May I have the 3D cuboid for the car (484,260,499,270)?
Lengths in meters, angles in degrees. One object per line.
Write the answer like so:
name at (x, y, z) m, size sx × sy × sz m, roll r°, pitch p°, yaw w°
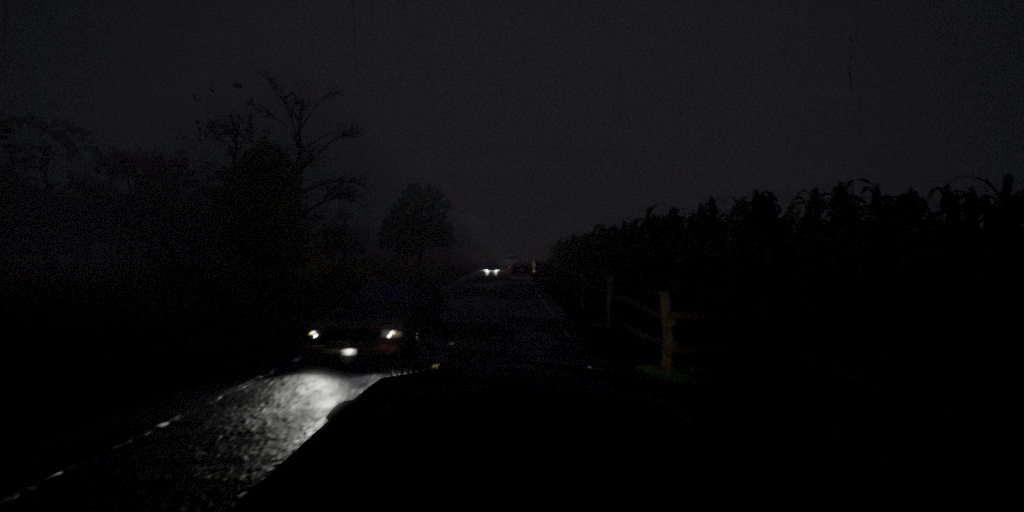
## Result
car at (-2.830, 1.264, 50.928) m, size 1.994 × 1.385 × 4.181 m, roll 0°, pitch 0°, yaw 0°

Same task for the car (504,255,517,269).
car at (-0.008, 0.911, 56.055) m, size 2.150 × 2.045 × 5.566 m, roll 0°, pitch 0°, yaw 0°

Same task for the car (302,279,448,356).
car at (-2.852, 1.297, 8.937) m, size 2.033 × 1.411 × 5.357 m, roll 0°, pitch 0°, yaw 0°

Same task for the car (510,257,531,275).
car at (0.957, 1.202, 37.954) m, size 1.882 × 1.535 × 5.008 m, roll 0°, pitch 0°, yaw 0°
